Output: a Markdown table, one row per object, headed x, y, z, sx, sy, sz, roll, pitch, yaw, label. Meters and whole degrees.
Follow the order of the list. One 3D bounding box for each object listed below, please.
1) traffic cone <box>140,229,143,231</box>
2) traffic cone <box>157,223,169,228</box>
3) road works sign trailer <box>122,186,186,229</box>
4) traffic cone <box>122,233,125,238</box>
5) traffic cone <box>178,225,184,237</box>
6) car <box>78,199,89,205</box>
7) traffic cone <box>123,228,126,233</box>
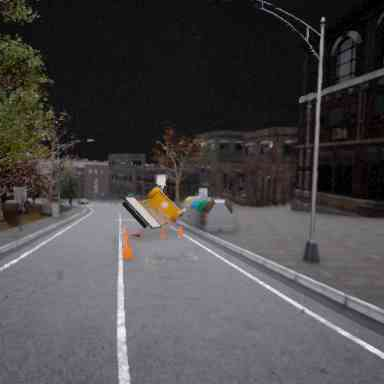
| x | y | z | sx | sy | sz | roll | pitch | yaw | label |
| --- | --- | --- | --- | --- | --- | --- | --- | --- | --- |
| -3.013 | 2.232 | 17.481 | 0.580 | 0.340 | 0.340 | -1 | 0 | -2 | traffic cone |
| -1.543 | 2.113 | 17.775 | 0.340 | 0.580 | 0.340 | 1 | 1 | -16 | traffic cone |
| -2.555 | 1.310 | 19.136 | 2.380 | 2.880 | 3.560 | 45 | 10 | 13 | road works sign trailer |
| -2.646 | 2.077 | 13.480 | 0.340 | 0.580 | 0.340 | 0 | -1 | -12 | traffic cone |
| -0.624 | 2.116 | 18.141 | 0.340 | 0.580 | 0.340 | 0 | -1 | -3 | traffic cone |
| -26.232 | 2.402 | 80.074 | 1.837 | 1.490 | 4.892 | -2 | 0 | -30 | car |
| -3.073 | 2.095 | 15.433 | 0.340 | 0.580 | 0.340 | 0 | -1 | -12 | traffic cone |
